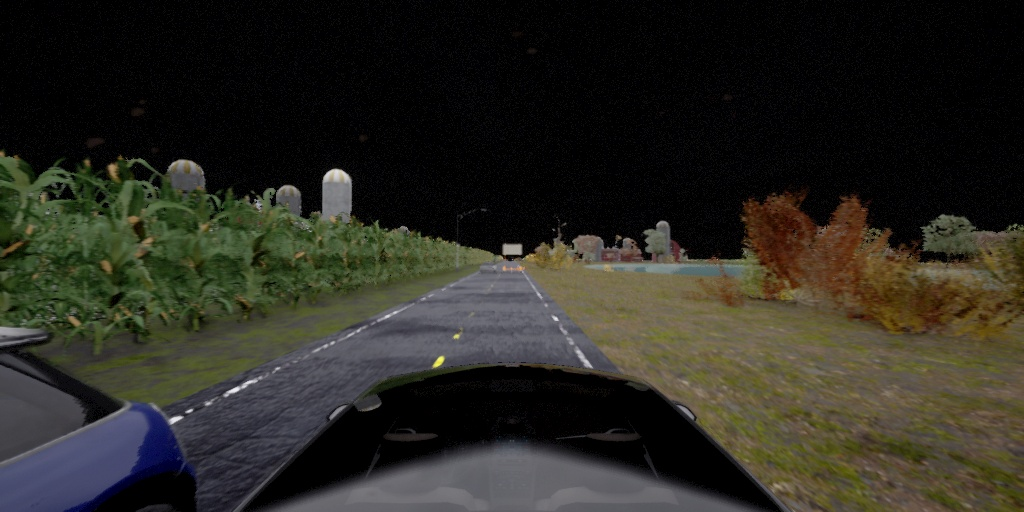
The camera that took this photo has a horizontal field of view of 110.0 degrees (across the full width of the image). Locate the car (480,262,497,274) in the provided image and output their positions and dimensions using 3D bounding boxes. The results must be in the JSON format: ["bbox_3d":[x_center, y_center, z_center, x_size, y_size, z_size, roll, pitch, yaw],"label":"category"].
[{"bbox_3d":[-2.785,1.394,42.701,1.895,1.301,4.718,0,0,0],"label":"car"}]

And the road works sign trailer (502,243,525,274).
[{"bbox_3d":[0.049,0.257,42.757,2.380,3.560,2.880,0,0,0],"label":"road works sign trailer"}]
